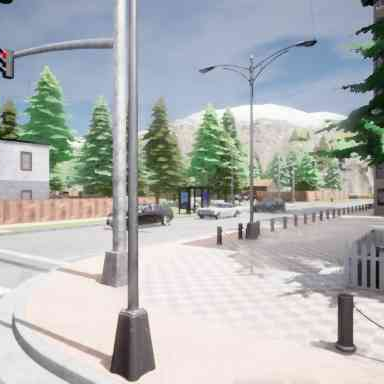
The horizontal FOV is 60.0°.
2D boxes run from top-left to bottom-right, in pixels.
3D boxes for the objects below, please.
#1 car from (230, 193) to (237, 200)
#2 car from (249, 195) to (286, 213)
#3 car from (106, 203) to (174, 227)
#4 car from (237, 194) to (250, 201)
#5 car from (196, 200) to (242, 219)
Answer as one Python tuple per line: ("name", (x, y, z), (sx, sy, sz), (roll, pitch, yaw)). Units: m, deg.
("car", (10.741, 1.146, 79.113), (1.905, 1.878, 3.866), (0, 0, 36))
("car", (8.606, 1.337, 36.723), (2.097, 1.767, 4.553), (0, 0, 38))
("car", (-3.209, 1.476, 21.227), (2.128, 1.511, 4.902), (0, 0, 37))
("car", (13.005, 1.144, 77.953), (1.932, 1.855, 4.605), (0, 0, 36))
("car", (2.412, 1.586, 28.616), (1.895, 1.301, 4.718), (0, 0, 37))
